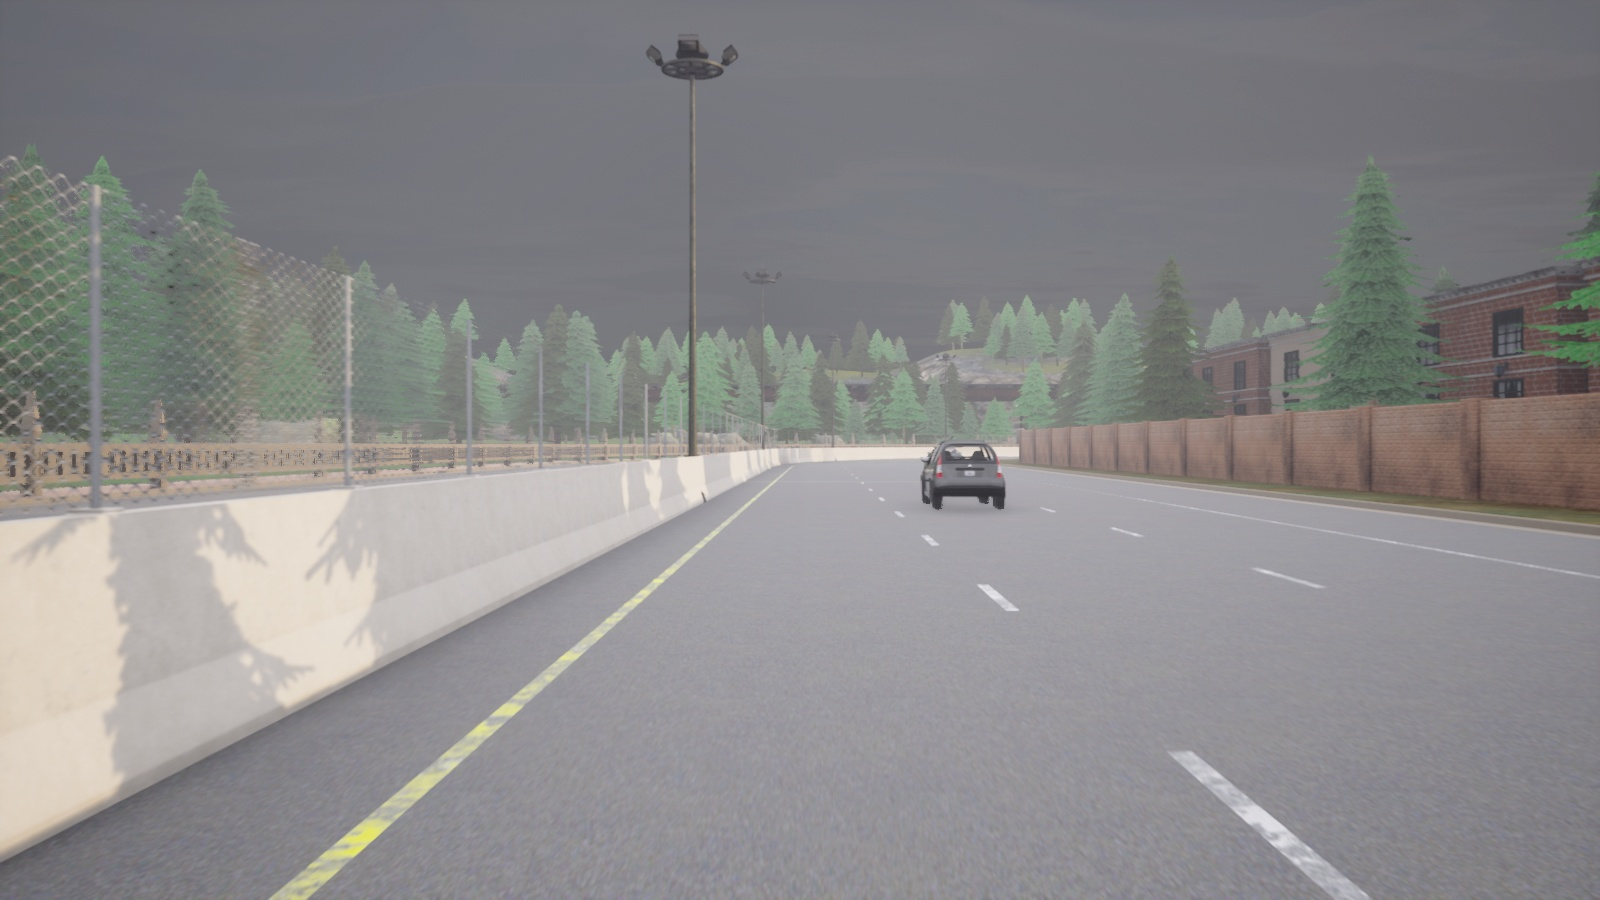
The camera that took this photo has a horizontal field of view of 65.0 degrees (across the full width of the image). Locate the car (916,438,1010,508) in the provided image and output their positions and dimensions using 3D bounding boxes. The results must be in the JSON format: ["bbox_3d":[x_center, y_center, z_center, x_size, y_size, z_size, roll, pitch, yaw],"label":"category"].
[{"bbox_3d":[3.930,0.518,30.938,1.851,1.617,3.988,0,0,1],"label":"car"}]
